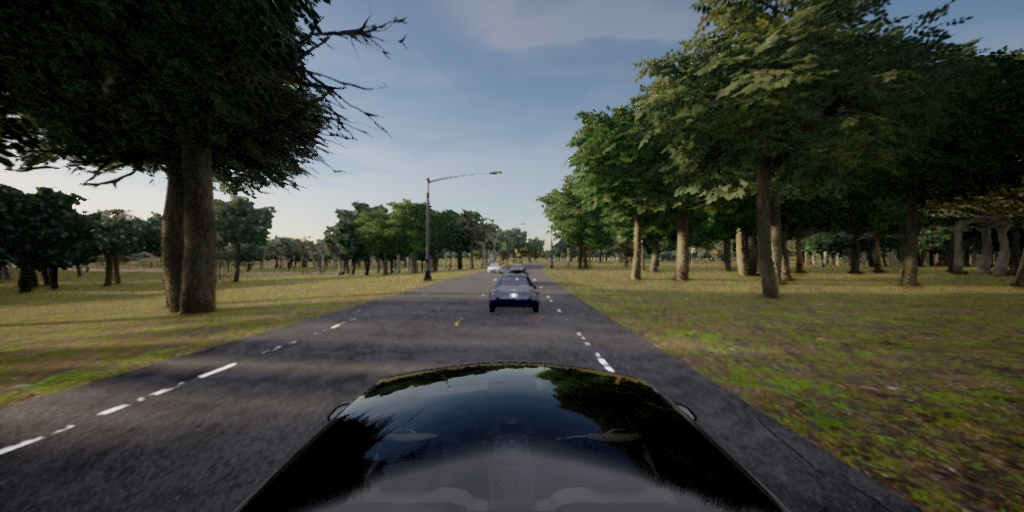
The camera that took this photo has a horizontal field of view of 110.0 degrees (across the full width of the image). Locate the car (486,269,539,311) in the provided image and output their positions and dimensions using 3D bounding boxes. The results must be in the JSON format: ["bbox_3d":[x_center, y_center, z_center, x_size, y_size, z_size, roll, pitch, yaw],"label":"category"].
[{"bbox_3d":[0.119,1.443,15.260,1.994,1.385,4.181,0,0,2],"label":"car"}]

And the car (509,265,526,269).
[{"bbox_3d":[0.466,1.530,30.271,1.837,1.490,4.892,0,0,2],"label":"car"}]

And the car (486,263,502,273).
[{"bbox_3d":[-2.389,1.725,48.811,1.812,1.442,4.674,0,0,2],"label":"car"}]
